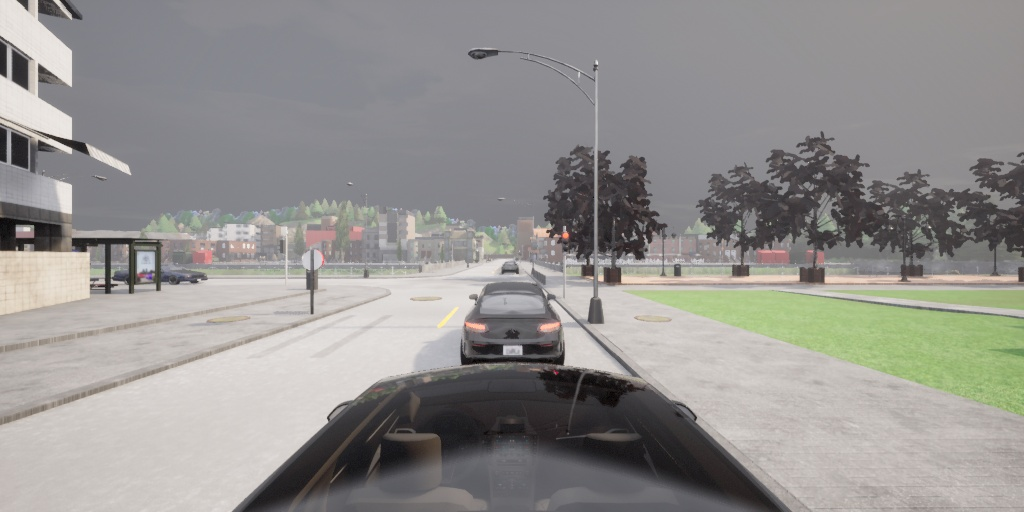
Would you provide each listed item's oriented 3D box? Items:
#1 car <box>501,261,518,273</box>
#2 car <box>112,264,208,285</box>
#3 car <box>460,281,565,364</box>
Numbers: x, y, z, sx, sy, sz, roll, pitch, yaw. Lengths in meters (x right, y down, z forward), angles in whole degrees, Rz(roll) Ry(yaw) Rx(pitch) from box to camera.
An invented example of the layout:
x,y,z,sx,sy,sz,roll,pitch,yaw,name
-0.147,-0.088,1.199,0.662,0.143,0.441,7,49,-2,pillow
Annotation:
x,y,z,sx,sy,sz,roll,pitch,yaw,name
-0.250,1.314,42.528,1.994,1.385,4.181,0,0,-1,car
-24.739,1.297,25.277,5.357,1.411,2.033,0,0,-1,car
0.009,1.276,7.781,1.812,1.442,4.674,0,0,0,car
